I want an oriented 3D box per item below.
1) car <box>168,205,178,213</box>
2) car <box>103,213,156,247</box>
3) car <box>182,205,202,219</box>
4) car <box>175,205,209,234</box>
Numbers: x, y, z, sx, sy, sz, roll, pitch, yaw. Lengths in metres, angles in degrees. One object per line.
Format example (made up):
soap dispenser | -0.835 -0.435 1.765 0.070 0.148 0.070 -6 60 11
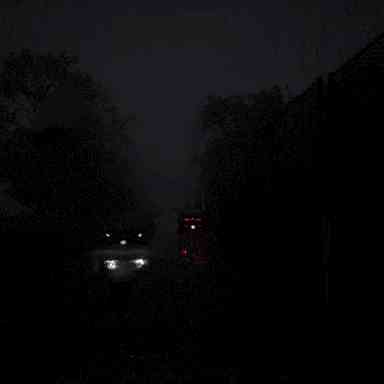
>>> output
car | -3.067 2.894 57.347 1.812 1.442 4.674 0 -2 0
car | -2.876 1.774 16.585 2.033 1.411 5.357 0 -1 0
car | -0.024 2.239 38.876 2.128 1.511 4.902 0 -2 0
car | 0.058 1.829 21.702 1.837 1.490 4.892 0 -1 0
